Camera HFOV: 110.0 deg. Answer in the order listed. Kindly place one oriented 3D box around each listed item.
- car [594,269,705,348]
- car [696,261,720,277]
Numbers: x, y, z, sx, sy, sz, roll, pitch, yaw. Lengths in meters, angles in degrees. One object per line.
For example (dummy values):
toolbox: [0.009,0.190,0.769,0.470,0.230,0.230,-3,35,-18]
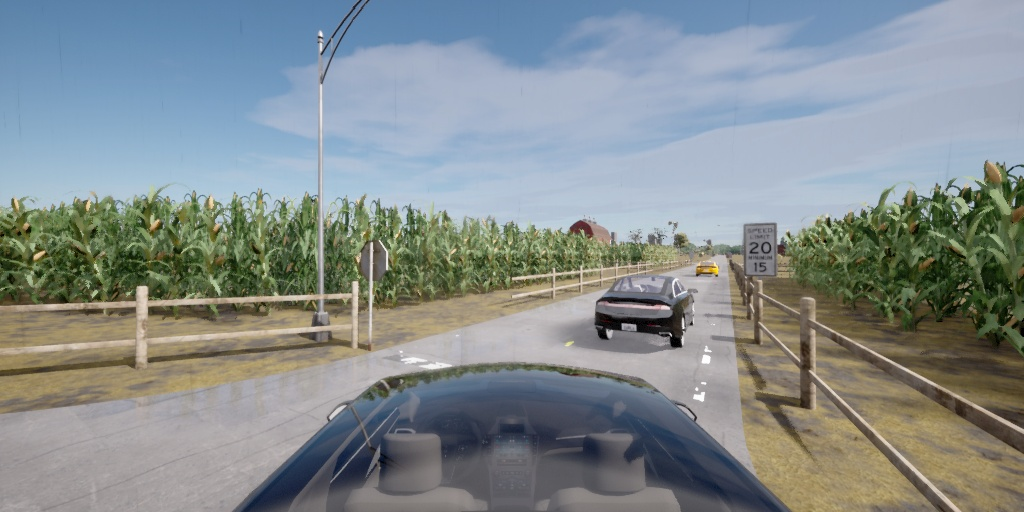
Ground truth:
car: [3.638,1.244,9.410,2.128,1.511,4.902,0,0,31]
car: [19.732,1.244,36.181,1.882,1.535,5.008,0,0,31]
